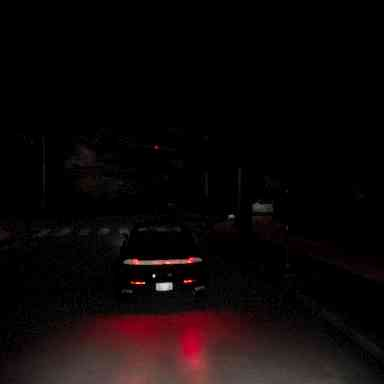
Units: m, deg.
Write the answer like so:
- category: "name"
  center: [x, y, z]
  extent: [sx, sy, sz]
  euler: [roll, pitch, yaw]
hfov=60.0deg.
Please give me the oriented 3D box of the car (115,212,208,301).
- category: "car"
  center: [-0.836, 1.488, 8.389]
  extent: [2.128, 1.511, 4.902]
  euler: [0, 0, -8]

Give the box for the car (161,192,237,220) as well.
- category: "car"
  center: [0.397, 1.054, 25.667]
  extent: [5.566, 2.045, 2.150]
  euler: [0, 0, -13]

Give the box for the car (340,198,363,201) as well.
- category: "car"
  center: [15.299, 1.335, 32.764]
  extent: [4.892, 1.490, 1.837]
  euler: [0, 0, -12]

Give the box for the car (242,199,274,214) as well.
- category: "car"
  center: [6.271, 1.356, 30.763]
  extent: [4.674, 1.442, 1.812]
  euler: [0, 0, -12]
